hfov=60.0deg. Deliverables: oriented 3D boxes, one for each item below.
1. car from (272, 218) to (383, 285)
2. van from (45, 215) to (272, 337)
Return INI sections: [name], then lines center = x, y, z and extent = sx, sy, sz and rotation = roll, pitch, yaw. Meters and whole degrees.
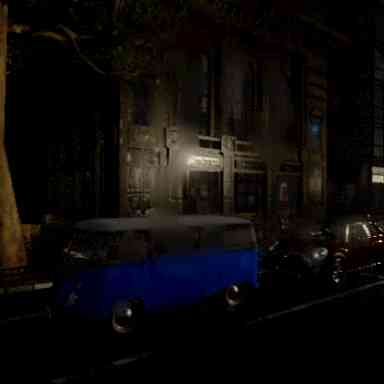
[car]
center = 4.072, 1.525, 9.670
extent = 4.097, 1.590, 1.967
rotation = 1, 0, -35
[van]
center = -0.519, 1.372, 6.395
extent = 3.998, 1.788, 1.690
rotation = 1, 0, -36
